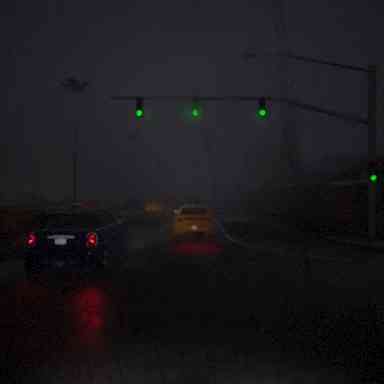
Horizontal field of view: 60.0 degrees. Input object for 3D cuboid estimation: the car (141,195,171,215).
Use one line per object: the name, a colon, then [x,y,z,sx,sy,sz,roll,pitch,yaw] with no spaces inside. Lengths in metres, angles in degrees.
car: [-3.403,1.315,32.212,1.882,1.535,5.008,0,0,0]

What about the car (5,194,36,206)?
car: [-17.504,1.313,35.471,2.128,1.511,4.902,0,0,0]

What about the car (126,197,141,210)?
car: [-6.906,1.293,39.506,2.128,1.511,4.902,0,0,0]

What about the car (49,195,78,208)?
car: [-17.505,1.263,45.554,2.128,1.511,4.902,0,0,0]

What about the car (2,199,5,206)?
car: [-14.054,1.401,20.650,1.837,1.490,4.892,0,0,-1]

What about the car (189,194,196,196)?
car: [0.066,1.181,62.054,2.128,1.511,4.902,0,0,0]

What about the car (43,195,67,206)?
car: [-21.006,1.269,51.138,1.812,1.442,4.674,0,0,0]

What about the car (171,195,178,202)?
car: [-3.461,1.189,57.429,1.882,1.535,5.008,0,0,0]

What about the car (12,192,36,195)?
car: [-21.005,1.016,40.929,2.150,2.045,5.566,0,0,0]

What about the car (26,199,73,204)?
car: [-6.902,1.384,18.448,1.882,1.535,5.008,0,0,0]

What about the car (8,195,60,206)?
car: [-14.049,1.327,29.967,1.882,1.535,5.008,0,0,0]

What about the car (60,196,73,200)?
car: [-14.004,1.400,39.944,1.895,1.301,4.718,0,0,0]

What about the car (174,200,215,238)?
car: [0.099,1.391,17.072,1.882,1.535,5.008,0,0,0]

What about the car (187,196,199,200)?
car: [0.095,1.410,37.843,1.895,1.301,4.718,0,0,0]

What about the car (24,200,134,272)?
car: [-3.402,1.297,10.737,2.097,1.767,4.553,0,0,0]
